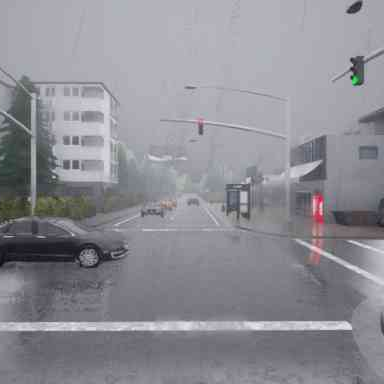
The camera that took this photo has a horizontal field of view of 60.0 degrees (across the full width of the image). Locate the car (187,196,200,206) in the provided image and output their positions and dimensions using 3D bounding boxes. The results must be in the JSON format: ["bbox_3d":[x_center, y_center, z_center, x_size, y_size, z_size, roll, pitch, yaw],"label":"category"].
[{"bbox_3d":[0.242,1.504,54.202,1.837,1.490,4.892,0,0,1],"label":"car"}]

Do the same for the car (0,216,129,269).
[{"bbox_3d":[-4.540,1.569,10.797,4.892,1.490,1.837,0,-1,0],"label":"car"}]

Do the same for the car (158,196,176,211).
[{"bbox_3d":[-3.497,1.352,40.733,2.097,1.767,4.553,0,0,0],"label":"car"}]

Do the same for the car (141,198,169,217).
[{"bbox_3d":[-3.527,1.563,31.031,1.994,1.385,4.181,0,0,0],"label":"car"}]
